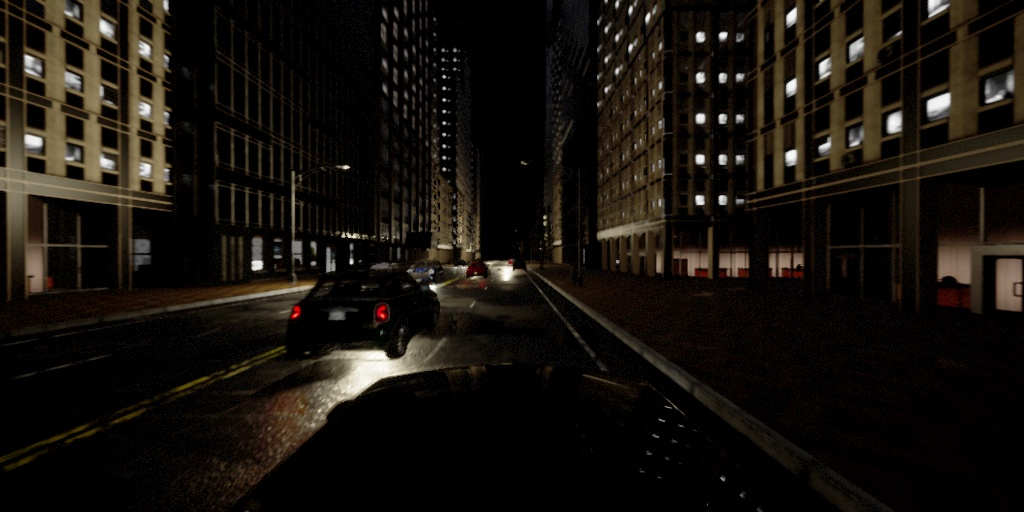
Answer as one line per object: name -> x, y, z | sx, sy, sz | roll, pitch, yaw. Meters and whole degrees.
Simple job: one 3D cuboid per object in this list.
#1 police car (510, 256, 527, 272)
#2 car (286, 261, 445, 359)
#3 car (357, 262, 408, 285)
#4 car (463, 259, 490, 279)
police car -> 0.995, 1.220, 48.349 | 1.930, 1.638, 5.238 | 0, 0, 0
car -> -3.146, 1.102, 8.573 | 2.097, 1.767, 4.553 | 0, 0, 0
car -> -9.828, 1.255, 27.595 | 2.128, 1.511, 4.902 | 0, 0, 0
car -> -3.136, 1.293, 33.287 | 1.812, 1.442, 4.674 | 0, 0, 0
